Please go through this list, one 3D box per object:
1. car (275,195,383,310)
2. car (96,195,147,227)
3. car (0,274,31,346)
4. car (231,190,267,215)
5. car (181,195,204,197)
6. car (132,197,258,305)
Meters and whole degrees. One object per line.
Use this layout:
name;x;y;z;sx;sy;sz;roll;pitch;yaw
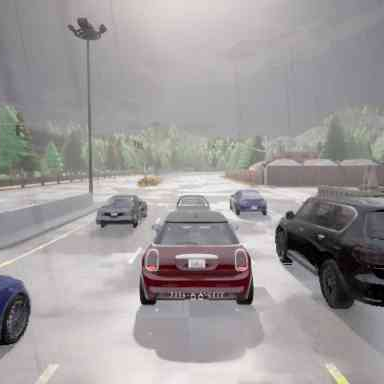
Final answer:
car;3.583;1.074;7.640;2.150;2.045;5.566;0;2;0
car;-3.466;0.868;17.212;2.033;1.411;5.357;0;4;0
car;-3.408;1.493;3.243;1.812;1.442;4.674;0;1;0
car;3.515;0.574;21.168;1.812;1.442;4.674;0;4;0
car;0.035;0.857;17.367;2.033;1.411;5.357;0;4;0
car;0.077;1.192;7.933;2.097;1.767;4.553;0;2;0
